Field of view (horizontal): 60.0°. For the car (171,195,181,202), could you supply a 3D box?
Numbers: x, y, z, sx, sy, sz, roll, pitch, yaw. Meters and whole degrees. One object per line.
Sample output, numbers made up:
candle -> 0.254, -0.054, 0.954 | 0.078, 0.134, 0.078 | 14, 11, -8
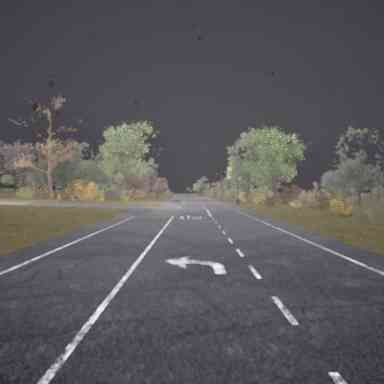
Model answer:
car -> -3.522, 1.476, 72.540 | 1.837, 1.490, 4.892 | 0, 0, 0
